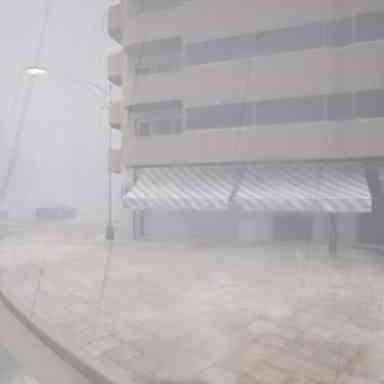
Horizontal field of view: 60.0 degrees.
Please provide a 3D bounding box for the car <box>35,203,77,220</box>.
[{"bbox_3d":[-12.766,1.802,31.606,1.882,1.535,5.008,0,-1,8],"label":"car"}]

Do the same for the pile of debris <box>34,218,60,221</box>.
[{"bbox_3d":[-13.217,2.492,30.411,1.500,0.140,1.860,0,-1,7],"label":"pile of debris"}]

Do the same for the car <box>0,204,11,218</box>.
[{"bbox_3d":[-19.809,1.862,32.454,1.812,1.442,4.674,0,-1,10],"label":"car"}]
